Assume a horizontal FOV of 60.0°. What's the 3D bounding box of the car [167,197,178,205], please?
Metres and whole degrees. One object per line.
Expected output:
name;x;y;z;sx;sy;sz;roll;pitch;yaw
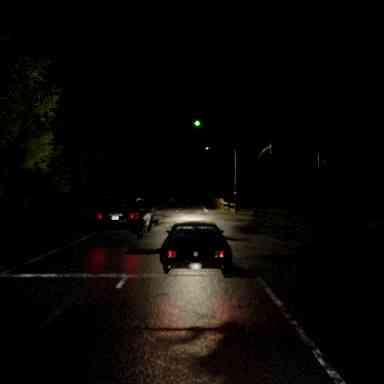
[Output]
car;-3.407;1.608;58.218;2.033;1.411;5.357;0;0;0

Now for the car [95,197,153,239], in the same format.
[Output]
car;-3.402;1.246;17.446;2.150;2.045;5.566;0;0;0

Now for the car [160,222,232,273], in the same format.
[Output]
car;0.099;1.615;10.718;1.895;1.301;4.718;0;0;0
